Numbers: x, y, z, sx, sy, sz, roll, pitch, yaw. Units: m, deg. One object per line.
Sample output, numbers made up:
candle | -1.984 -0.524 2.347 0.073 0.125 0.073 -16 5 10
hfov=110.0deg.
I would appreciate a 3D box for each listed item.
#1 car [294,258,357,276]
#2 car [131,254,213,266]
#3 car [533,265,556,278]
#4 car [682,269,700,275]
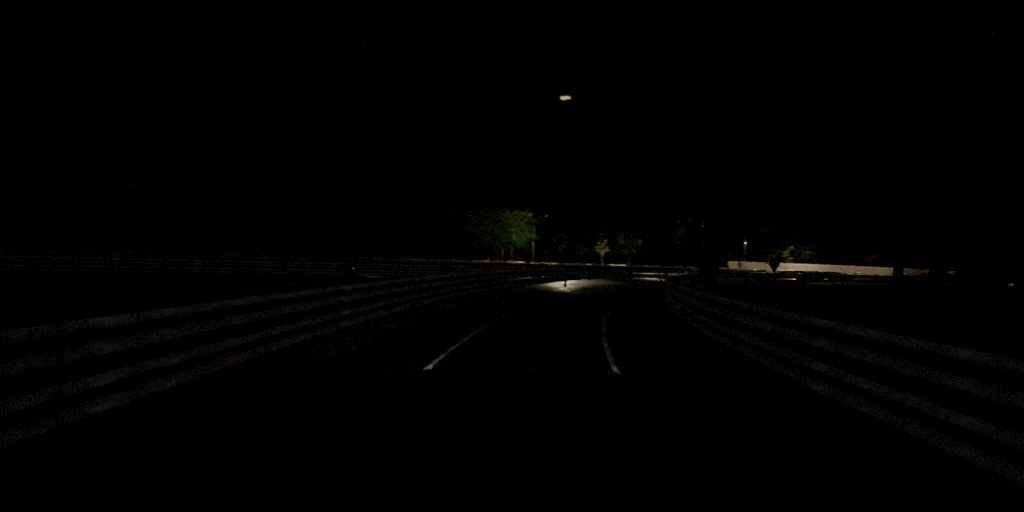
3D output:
car | -16.152 0.942 31.338 4.892 1.490 1.837 2 0 -23
car | -30.707 0.528 32.592 5.357 1.411 2.033 2 0 -24
car | 3.883 1.716 39.775 5.357 1.411 2.033 2 0 -22
car | 25.056 2.457 48.127 4.674 1.442 1.812 2 0 -21
